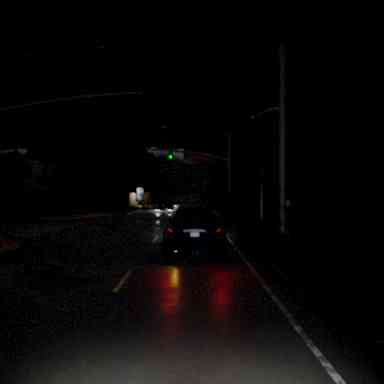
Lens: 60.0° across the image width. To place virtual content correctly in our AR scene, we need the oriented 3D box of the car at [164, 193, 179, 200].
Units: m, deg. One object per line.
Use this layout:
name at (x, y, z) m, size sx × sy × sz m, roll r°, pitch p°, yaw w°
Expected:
car at (-3.538, 1.230, 59.967) m, size 2.150 × 2.045 × 5.566 m, roll 0°, pitch 0°, yaw 1°

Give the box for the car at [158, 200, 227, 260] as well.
car at (0.067, 1.353, 12.542) m, size 2.097 × 1.767 × 4.553 m, roll 0°, pitch 0°, yaw -1°

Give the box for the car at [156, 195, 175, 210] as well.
car at (-3.586, 1.512, 43.663) m, size 1.837 × 1.490 × 4.892 m, roll 0°, pitch 0°, yaw 0°
